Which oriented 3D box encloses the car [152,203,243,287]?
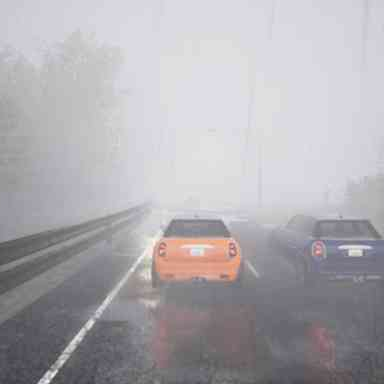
[{"bbox_3d":[0.122,1.358,9.499,2.097,1.767,4.553,0,0,0],"label":"car"}]

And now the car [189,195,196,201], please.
[{"bbox_3d":[0.213,1.620,89.519,1.895,1.301,4.718,0,0,0],"label":"car"}]

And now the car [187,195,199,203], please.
[{"bbox_3d":[0.137,1.374,57.821,2.097,1.767,4.553,0,0,0],"label":"car"}]

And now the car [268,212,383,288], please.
[{"bbox_3d":[3.621,1.368,9.484,2.097,1.767,4.553,0,0,0],"label":"car"}]
